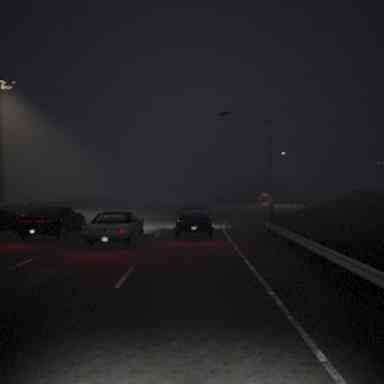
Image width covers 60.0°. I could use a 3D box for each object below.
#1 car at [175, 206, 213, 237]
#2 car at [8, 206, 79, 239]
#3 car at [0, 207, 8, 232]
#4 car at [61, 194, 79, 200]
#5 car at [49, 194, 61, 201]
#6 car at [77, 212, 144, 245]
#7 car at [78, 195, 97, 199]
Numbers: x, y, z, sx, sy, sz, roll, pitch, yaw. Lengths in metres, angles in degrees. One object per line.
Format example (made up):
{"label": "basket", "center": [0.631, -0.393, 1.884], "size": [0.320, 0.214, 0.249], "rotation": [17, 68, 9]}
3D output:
{"label": "car", "center": [0.091, 1.467, 17.663], "size": [1.812, 1.442, 4.674], "rotation": [0, 0, 0]}
{"label": "car", "center": [-6.911, 1.451, 16.821], "size": [1.837, 1.490, 4.892], "rotation": [0, 0, 0]}
{"label": "car", "center": [-10.409, 1.451, 16.810], "size": [1.837, 1.490, 4.892], "rotation": [0, 0, 0]}
{"label": "car", "center": [-28.025, 1.481, 78.055], "size": [2.150, 2.045, 5.566], "rotation": [0, -2, 0]}
{"label": "car", "center": [-31.525, 1.481, 78.054], "size": [2.150, 2.045, 5.566], "rotation": [0, -2, 0]}
{"label": "car", "center": [-3.408, 1.551, 15.254], "size": [1.895, 1.301, 4.718], "rotation": [0, 0, 0]}
{"label": "car", "center": [-24.525, 1.809, 78.077], "size": [1.994, 1.385, 4.181], "rotation": [0, -2, 0]}
